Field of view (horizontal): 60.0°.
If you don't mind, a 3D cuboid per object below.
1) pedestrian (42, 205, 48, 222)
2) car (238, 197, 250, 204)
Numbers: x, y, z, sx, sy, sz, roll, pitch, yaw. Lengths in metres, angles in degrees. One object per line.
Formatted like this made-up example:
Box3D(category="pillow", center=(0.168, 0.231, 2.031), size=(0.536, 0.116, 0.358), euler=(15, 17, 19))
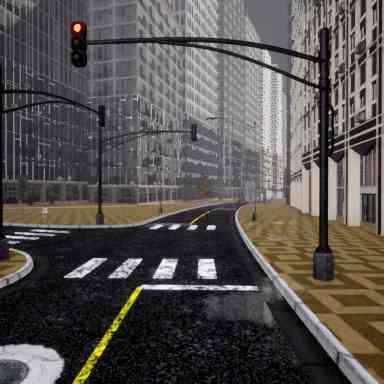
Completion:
Box3D(category="pedestrian", center=(-9.298, 1.345, 21.024), size=(0.500, 1.100, 0.500), euler=(0, 0, 17))
Box3D(category="car", center=(10.840, 1.733, 69.047), size=(1.882, 1.535, 5.008), euler=(0, 0, 19))
